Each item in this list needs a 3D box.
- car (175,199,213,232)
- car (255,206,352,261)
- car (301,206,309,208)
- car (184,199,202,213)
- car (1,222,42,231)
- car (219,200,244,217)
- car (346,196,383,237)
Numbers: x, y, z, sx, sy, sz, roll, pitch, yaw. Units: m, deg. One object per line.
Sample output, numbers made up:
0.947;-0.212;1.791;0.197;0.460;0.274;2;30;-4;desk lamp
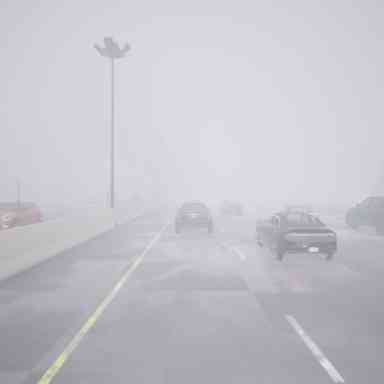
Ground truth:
0.103;1.351;20.027;2.097;1.767;4.553;0;0;0;car
3.602;1.491;12.277;2.128;1.511;4.902;0;0;0;car
7.104;1.600;23.056;1.895;1.301;4.718;0;0;0;car
0.104;1.546;38.856;2.033;1.411;5.357;0;0;0;car
-10.596;1.352;19.500;2.097;1.767;4.553;0;0;0;car
3.604;1.490;31.015;2.128;1.511;4.902;0;0;0;car
10.603;1.221;18.299;2.150;2.045;5.566;0;0;0;car
